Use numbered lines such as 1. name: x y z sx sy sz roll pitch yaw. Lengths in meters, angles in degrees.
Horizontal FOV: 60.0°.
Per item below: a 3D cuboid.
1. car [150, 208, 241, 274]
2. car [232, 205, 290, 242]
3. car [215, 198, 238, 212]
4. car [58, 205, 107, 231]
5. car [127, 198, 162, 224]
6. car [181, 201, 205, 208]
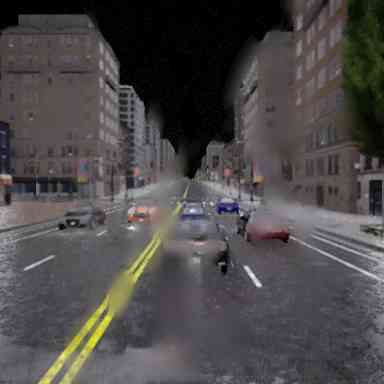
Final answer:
1. car: 0.090 1.504 10.660 2.128 1.511 4.902 0 0 0
2. car: 3.348 1.552 16.394 1.994 1.385 4.181 0 0 0
3. car: 3.350 1.283 32.226 1.882 1.535 5.008 0 1 0
4. car: -6.599 1.523 20.409 1.994 1.385 4.181 0 1 0
5. car: -3.348 1.270 24.271 2.097 1.767 4.553 0 1 0
6. car: 0.097 1.427 27.305 2.033 1.411 5.357 0 1 0
